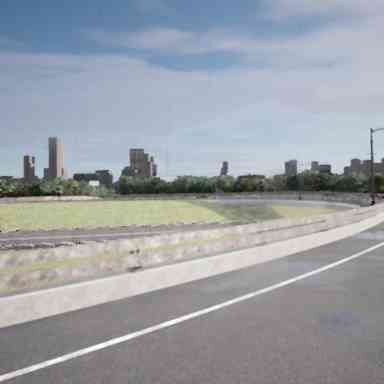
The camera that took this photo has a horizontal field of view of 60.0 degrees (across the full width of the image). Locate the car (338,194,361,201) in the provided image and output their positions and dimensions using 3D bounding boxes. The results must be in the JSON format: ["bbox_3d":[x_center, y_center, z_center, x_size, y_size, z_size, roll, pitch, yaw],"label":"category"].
[{"bbox_3d":[35.925,1.373,76.157,1.837,1.490,4.892,-1,-1,1],"label":"car"}]

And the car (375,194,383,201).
[{"bbox_3d":[42.940,1.217,76.509,1.837,1.490,4.892,-1,-1,1],"label":"car"}]

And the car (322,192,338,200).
[{"bbox_3d":[35.978,1.033,86.452,2.150,2.045,5.566,-1,-1,-5],"label":"car"}]

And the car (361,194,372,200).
[{"bbox_3d":[39.473,1.164,77.287,2.097,1.767,4.553,-1,-1,1],"label":"car"}]

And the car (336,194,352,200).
[{"bbox_3d":[39.484,1.281,86.550,1.994,1.385,4.181,-1,-1,-5],"label":"car"}]
